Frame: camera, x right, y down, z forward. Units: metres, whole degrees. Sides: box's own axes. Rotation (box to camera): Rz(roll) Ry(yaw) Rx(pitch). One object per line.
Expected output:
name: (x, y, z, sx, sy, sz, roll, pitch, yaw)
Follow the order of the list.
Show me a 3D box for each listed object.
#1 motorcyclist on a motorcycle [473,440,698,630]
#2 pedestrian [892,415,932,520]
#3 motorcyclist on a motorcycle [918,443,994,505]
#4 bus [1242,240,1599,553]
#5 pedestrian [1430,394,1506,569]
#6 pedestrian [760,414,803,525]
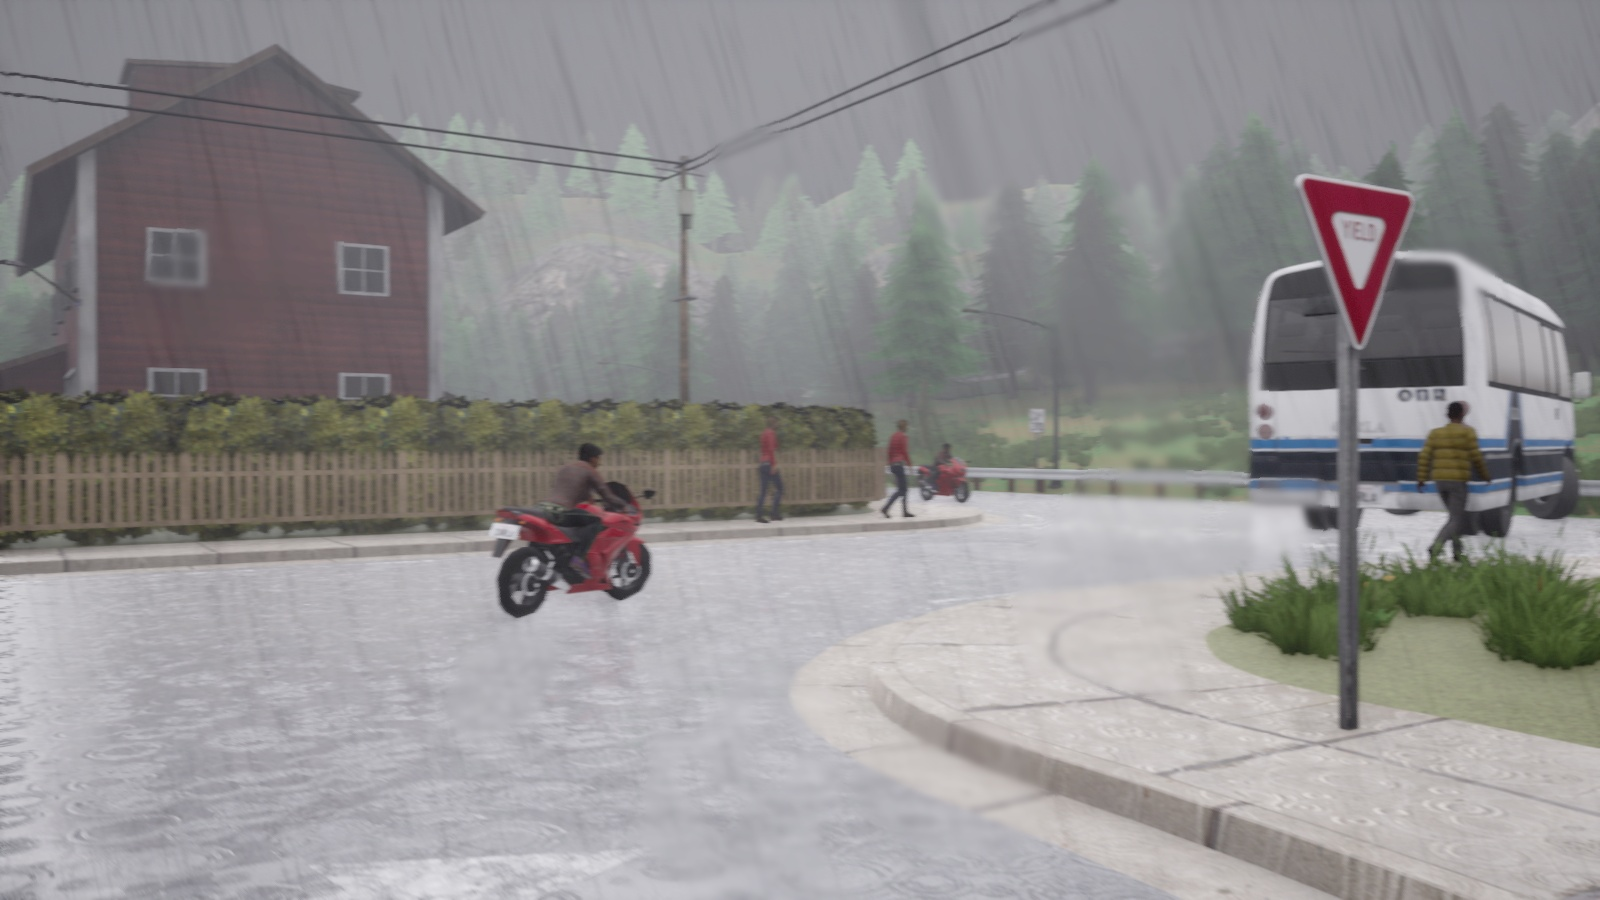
motorcyclist on a motorcycle: (-1.886, 0.687, 11.353, 0.797, 1.523, 2.044, 4, 2, 32)
pedestrian: (2.009, 0.304, 22.479, 0.636, 1.846, 0.331, 0, 0, -23)
motorcyclist on a motorcycle: (3.932, 0.587, 31.830, 0.797, 1.523, 2.044, 0, 0, -32)
bus: (11.622, -0.749, 22.340, 3.944, 4.253, 10.273, 0, 0, 39)
pedestrian: (7.216, 0.327, 13.564, 0.709, 1.840, 0.431, 0, 0, -33)
pedestrian: (-0.308, 0.316, 21.124, 0.636, 1.846, 0.331, 0, 0, -27)
